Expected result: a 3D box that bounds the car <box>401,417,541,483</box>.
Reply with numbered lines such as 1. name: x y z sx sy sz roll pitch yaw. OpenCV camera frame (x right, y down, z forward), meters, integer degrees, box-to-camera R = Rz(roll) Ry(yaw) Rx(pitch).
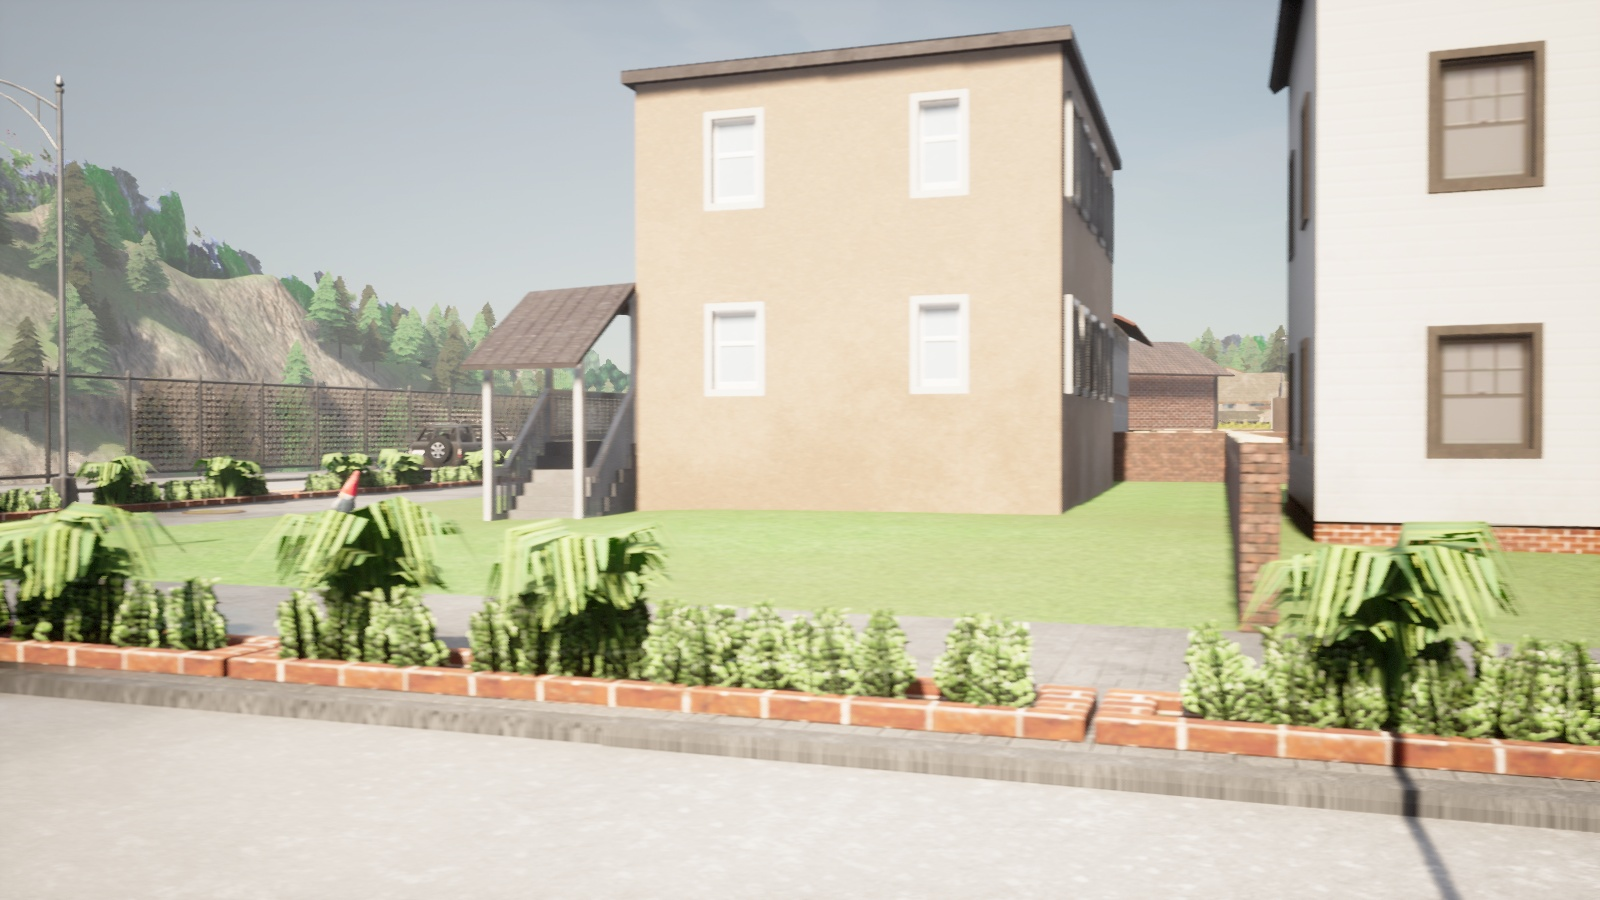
1. car: -9.900 -0.036 38.183 1.932 1.855 4.605 1 1 19
